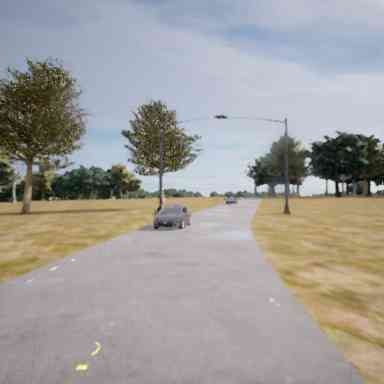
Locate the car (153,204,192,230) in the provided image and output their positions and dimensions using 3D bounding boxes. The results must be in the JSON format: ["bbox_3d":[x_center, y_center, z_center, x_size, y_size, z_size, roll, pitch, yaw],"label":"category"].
[{"bbox_3d":[-1.208,1.602,22.010,1.837,1.490,4.892,0,0,9],"label":"car"}]

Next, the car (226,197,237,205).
[{"bbox_3d":[7.516,1.650,62.800,2.033,1.411,5.357,0,0,13],"label":"car"}]
